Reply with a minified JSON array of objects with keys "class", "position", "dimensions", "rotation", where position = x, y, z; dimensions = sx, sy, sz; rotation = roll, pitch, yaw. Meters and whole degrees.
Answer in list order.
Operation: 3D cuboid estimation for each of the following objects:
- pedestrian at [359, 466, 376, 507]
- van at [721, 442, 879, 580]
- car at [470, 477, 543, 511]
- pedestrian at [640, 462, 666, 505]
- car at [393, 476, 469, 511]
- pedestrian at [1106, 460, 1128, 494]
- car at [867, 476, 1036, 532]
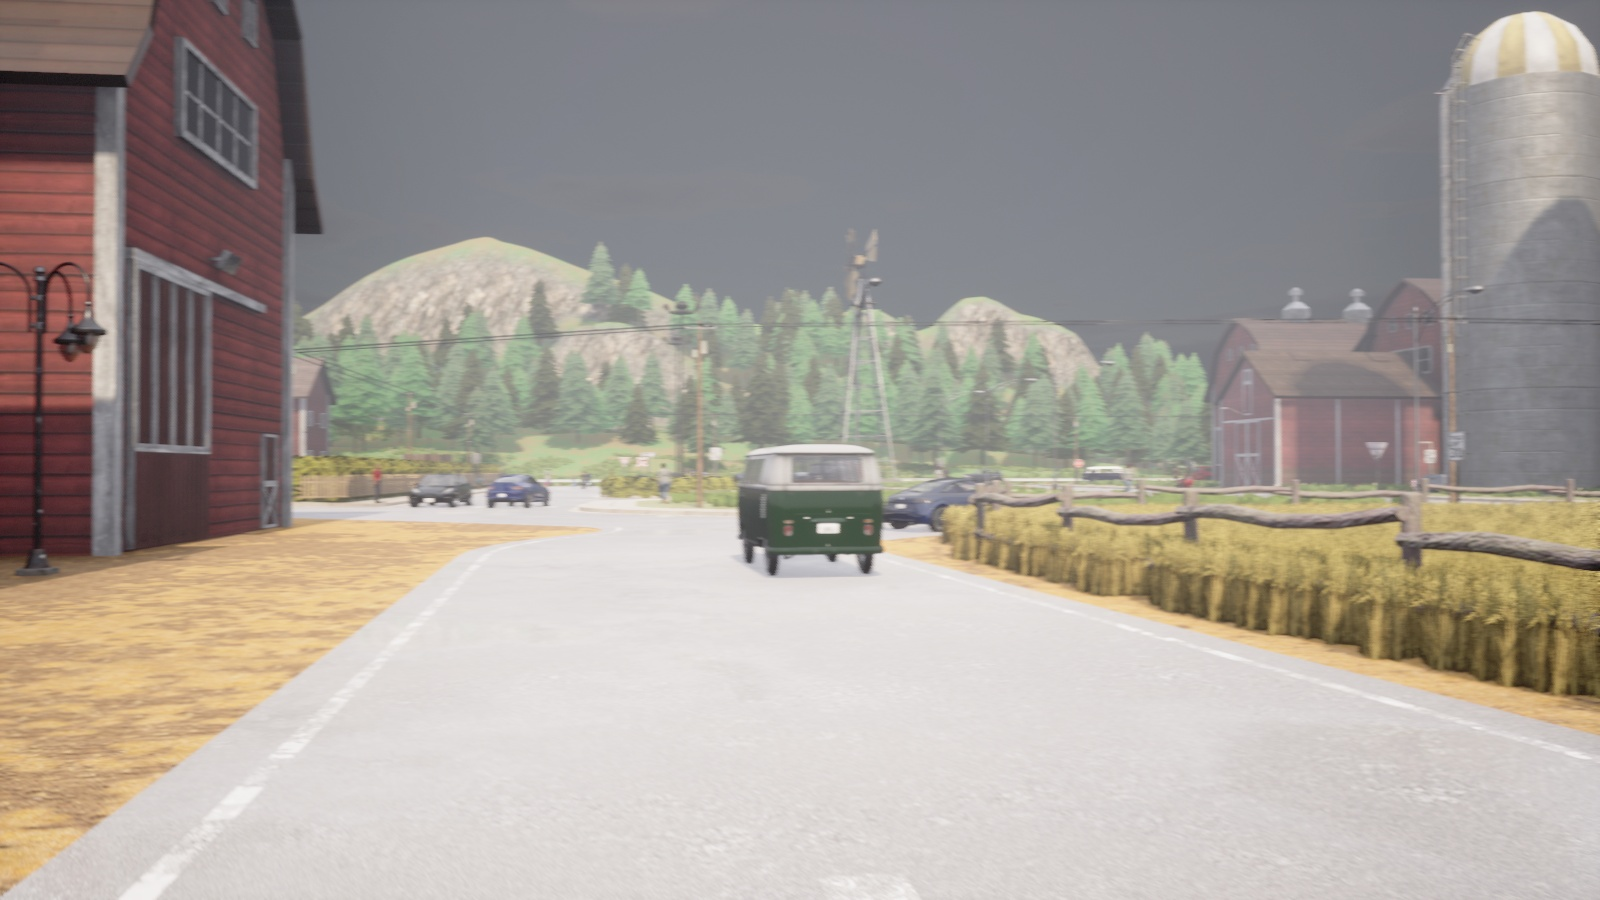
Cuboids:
[{"class":"pedestrian","position":[-19.463,1.641,56.473],"dimensions":[0.636,1.846,0.331],"rotation":[-1,-1,10]},{"class":"van","position":[-0.128,0.917,20.490],"dimensions":[1.775,1.987,4.442],"rotation":[0,-1,-11]},{"class":"car","position":[-12.814,1.902,55.104],"dimensions":[1.812,1.442,4.674],"rotation":[-1,-1,4]},{"class":"pedestrian","position":[-6.397,1.462,54.770],"dimensions":[0.874,1.855,0.900],"rotation":[0,-1,-26]},{"class":"car","position":[-16.458,1.928,56.217],"dimensions":[2.163,1.488,4.792],"rotation":[0,-1,-3]},{"class":"pedestrian","position":[17.481,1.476,69.347],"dimensions":[0.874,1.855,0.900],"rotation":[0,-1,-9]},{"class":"car","position":[4.082,1.406,33.694],"dimensions":[4.181,1.385,1.994],"rotation":[0,-1,-33]}]
